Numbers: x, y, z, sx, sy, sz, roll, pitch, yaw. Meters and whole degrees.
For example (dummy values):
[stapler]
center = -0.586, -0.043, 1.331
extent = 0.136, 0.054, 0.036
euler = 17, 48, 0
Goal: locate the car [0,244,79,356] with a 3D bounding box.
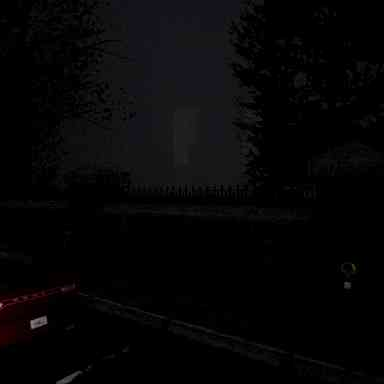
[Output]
[car]
center = -3.786, 1.544, 5.588
extent = 4.507, 1.381, 1.887
euler = 0, 0, 36
